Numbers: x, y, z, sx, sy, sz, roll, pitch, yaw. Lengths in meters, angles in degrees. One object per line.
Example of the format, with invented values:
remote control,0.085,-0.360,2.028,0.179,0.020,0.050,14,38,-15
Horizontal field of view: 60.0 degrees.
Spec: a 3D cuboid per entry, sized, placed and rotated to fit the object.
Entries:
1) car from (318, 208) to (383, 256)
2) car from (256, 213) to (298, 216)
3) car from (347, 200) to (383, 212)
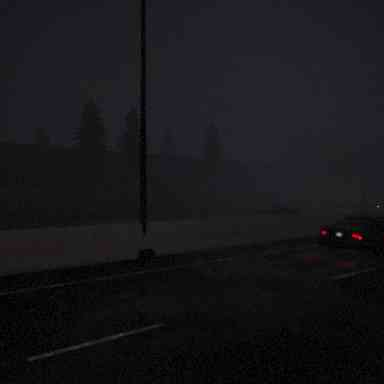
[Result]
car,7.237,1.570,13.225,5.357,1.411,2.033,0,0,-36
car,6.522,1.598,25.868,4.181,1.385,1.994,0,0,-36
car,21.163,1.669,40.645,4.718,1.301,1.895,0,0,-36
